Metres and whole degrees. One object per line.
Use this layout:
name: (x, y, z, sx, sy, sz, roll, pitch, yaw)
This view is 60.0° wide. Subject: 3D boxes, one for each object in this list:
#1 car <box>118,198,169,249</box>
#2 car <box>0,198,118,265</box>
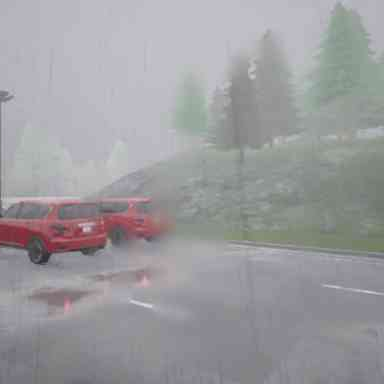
car: (-3.568, 1.289, 15.094, 5.566, 2.045, 2.150, 0, 0, 36)
car: (-5.516, 1.288, 12.185, 5.566, 2.045, 2.150, 0, 0, 36)
